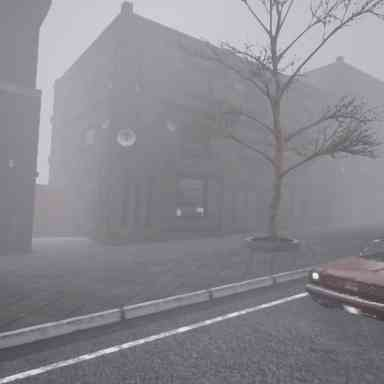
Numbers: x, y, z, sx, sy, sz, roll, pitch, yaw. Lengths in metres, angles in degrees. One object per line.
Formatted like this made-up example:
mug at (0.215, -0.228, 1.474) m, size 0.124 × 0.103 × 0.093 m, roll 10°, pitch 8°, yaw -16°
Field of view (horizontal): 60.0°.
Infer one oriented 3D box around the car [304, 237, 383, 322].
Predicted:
car at (4.402, 1.607, 6.692) m, size 4.718 × 1.301 × 1.895 m, roll 0°, pitch 0°, yaw -35°
